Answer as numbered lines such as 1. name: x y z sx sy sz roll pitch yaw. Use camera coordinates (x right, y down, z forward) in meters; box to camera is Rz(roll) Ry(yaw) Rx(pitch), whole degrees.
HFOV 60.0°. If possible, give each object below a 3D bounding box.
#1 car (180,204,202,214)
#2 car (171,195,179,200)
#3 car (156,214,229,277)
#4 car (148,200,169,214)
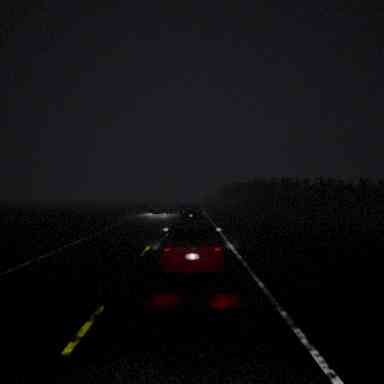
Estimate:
1. car: -0.101 1.740 30.819 1.895 1.301 4.718 0 0 0
2. car: -4.002 1.455 79.025 1.837 1.490 4.892 0 0 0
3. car: 0.013 1.612 10.433 1.994 1.385 4.181 0 0 0
4. car: -3.840 1.699 38.589 1.812 1.442 4.674 0 0 0
